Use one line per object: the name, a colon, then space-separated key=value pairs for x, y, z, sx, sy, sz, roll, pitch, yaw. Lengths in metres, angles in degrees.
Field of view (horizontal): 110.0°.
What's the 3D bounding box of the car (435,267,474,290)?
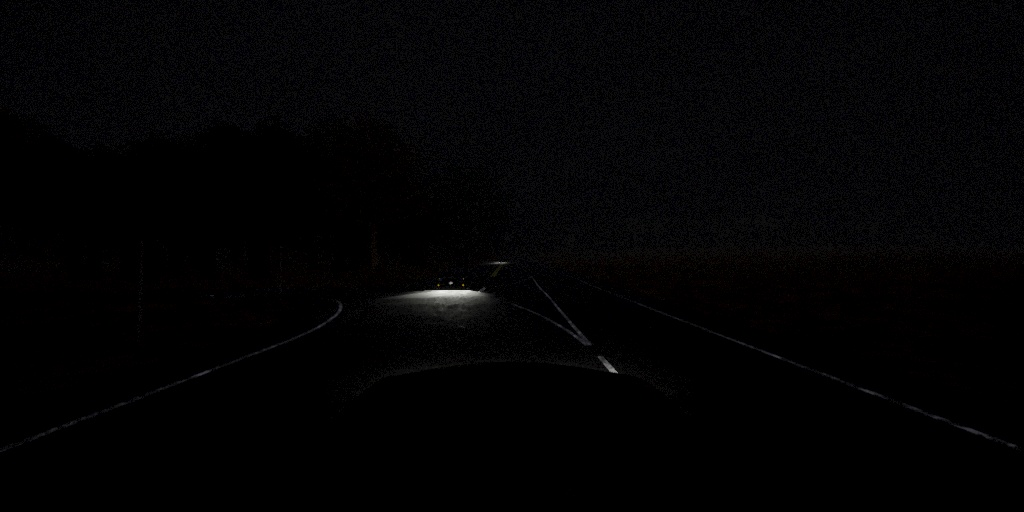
car: x=-3.510 y=1.382 z=22.518 sx=1.994 sy=1.385 sz=4.181 roll=0 pitch=-1 yaw=0
